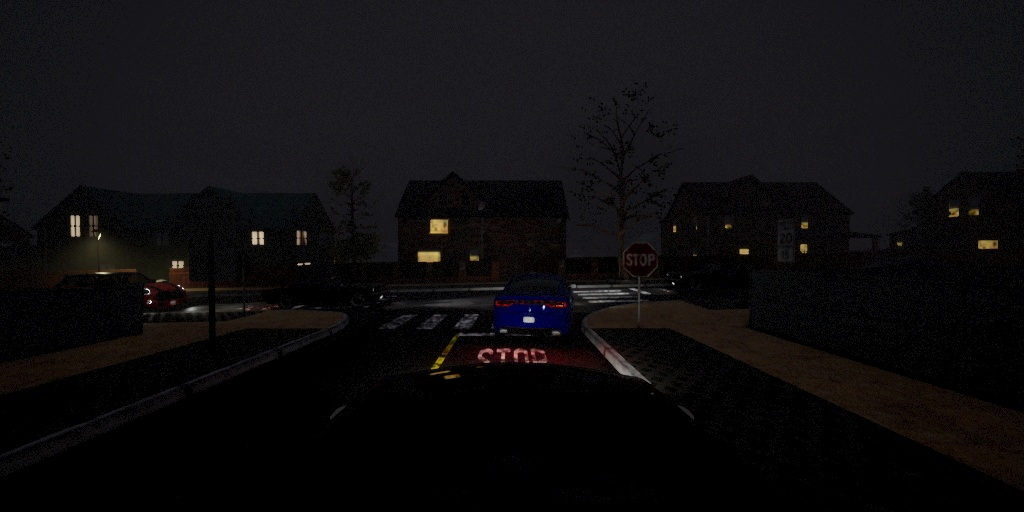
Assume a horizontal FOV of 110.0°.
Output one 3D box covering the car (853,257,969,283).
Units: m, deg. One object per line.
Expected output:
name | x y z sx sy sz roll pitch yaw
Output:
car | 20.053 0.753 18.357 5.357 1.411 2.033 -1 1 0

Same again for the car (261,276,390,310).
car | -7.814 1.506 15.388 4.718 1.301 1.895 -1 1 0

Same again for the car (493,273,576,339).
car | 0.785 1.226 10.182 1.882 1.535 5.008 0 0 10

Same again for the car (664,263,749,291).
car | 10.408 1.034 18.319 4.718 1.301 1.895 -1 1 -1

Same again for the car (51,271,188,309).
car | -16.801 1.471 15.379 4.553 1.767 2.097 -1 1 0
